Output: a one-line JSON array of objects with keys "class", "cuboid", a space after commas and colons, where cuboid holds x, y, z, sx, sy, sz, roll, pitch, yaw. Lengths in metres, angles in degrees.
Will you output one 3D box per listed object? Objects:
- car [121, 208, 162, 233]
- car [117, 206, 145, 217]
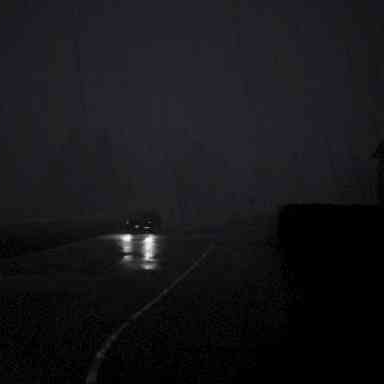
[{"class": "car", "cuboid": [-3.467, 2.198, 24.930, 1.837, 1.490, 4.892, 0, -2, 6]}, {"class": "car", "cuboid": [-8.605, 2.844, 48.461, 4.553, 1.767, 2.097, 0, -2, -3]}]
